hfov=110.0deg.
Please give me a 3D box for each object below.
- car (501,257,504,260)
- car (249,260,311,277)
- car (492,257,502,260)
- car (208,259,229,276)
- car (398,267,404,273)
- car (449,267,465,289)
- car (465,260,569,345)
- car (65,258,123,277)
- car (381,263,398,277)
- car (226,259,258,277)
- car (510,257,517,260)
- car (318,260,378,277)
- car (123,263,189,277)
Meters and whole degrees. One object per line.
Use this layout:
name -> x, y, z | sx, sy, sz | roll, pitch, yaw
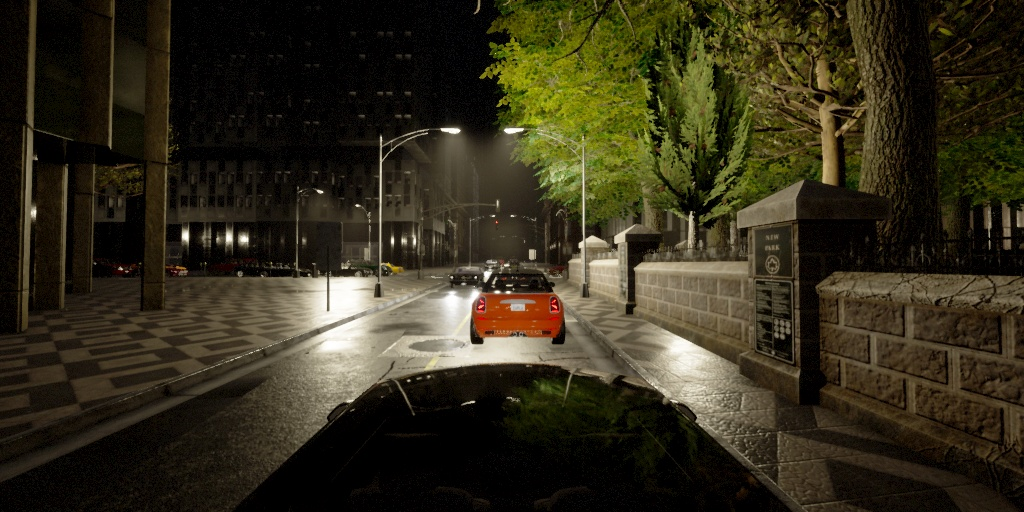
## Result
car -> -2.810, 1.371, 61.145 | 1.837, 1.490, 4.892 | 0, 0, 1
car -> -20.019, 1.290, 31.539 | 4.313, 1.339, 1.948 | 0, 0, 1
car -> -2.874, 1.327, 50.770 | 2.128, 1.511, 4.902 | 0, 0, 0
car -> -30.967, 1.238, 40.172 | 5.009, 1.841, 2.192 | 0, 0, 1
car -> -14.600, 1.426, 40.008 | 4.829, 1.417, 1.751 | 0, 0, 1
car -> -2.905, 1.373, 23.725 | 1.895, 1.301, 4.718 | 0, 0, 0
car -> 0.130, 1.107, 9.707 | 2.097, 1.767, 4.553 | 0, 0, 0
car -> -36.558, 1.062, 31.705 | 5.009, 1.841, 2.192 | 0, 0, 1
car -> -13.738, 1.126, 34.156 | 4.553, 1.767, 2.097 | 0, -1, 0
car -> -23.882, 1.292, 34.256 | 4.892, 1.490, 1.837 | 0, -1, 0
car -> 0.401, 1.384, 64.571 | 1.837, 1.490, 4.892 | 0, 0, 0
car -> -14.507, 1.268, 31.483 | 4.403, 1.370, 2.007 | 0, 0, 1
car -> -31.045, 1.321, 31.649 | 4.207, 1.307, 1.802 | 0, 0, 1
